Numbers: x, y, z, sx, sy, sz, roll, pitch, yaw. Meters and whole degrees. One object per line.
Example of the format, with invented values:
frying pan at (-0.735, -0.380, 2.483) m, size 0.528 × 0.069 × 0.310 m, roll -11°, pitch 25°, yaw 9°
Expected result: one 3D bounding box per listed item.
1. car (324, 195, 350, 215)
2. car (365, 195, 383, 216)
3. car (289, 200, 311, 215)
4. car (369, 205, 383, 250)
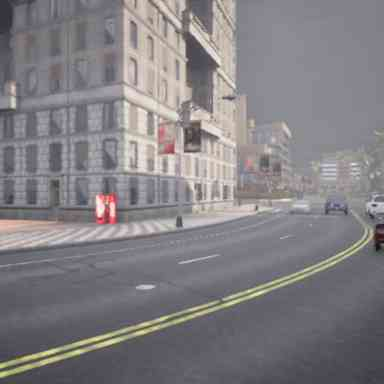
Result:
car at (15.320, 1.301, 35.192) m, size 2.150 × 2.045 × 5.566 m, roll 0°, pitch -1°, yaw 24°
car at (16.797, 1.266, 29.456) m, size 2.150 × 2.045 × 5.566 m, roll 0°, pitch 0°, yaw 23°
car at (11.771, 1.617, 35.806) m, size 1.812 × 1.442 × 4.674 m, roll 0°, pitch -1°, yaw 24°
car at (8.818, 1.496, 13.737) m, size 1.882 × 1.535 × 5.008 m, roll 0°, pitch -1°, yaw 36°
